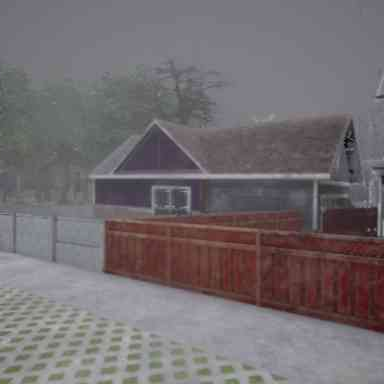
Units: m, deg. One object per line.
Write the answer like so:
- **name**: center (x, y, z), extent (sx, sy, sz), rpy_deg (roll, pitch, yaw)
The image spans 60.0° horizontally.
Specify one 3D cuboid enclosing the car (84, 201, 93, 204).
- **car**: center (-9.252, 1.510, 35.476), extent (2.128, 1.511, 4.902), rpy_deg (2, 2, 36)
